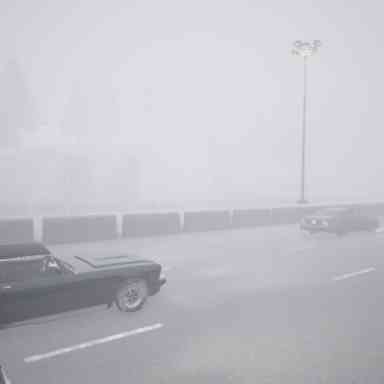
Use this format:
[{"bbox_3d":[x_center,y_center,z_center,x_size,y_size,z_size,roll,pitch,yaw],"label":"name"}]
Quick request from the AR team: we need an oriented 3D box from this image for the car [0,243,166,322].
[{"bbox_3d":[-2.857,1.604,6.007,4.718,1.301,1.895,0,0,-35],"label":"car"}]

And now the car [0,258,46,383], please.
[{"bbox_3d":[-3.440,1.480,1.292,4.902,1.511,2.128,0,0,-35],"label":"car"}]

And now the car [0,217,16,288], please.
[{"bbox_3d":[-6.861,1.483,7.451,4.902,1.511,2.128,0,0,-35],"label":"car"}]

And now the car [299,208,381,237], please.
[{"bbox_3d":[8.144,1.569,18.154,5.357,1.411,2.033,0,0,-35],"label":"car"}]
